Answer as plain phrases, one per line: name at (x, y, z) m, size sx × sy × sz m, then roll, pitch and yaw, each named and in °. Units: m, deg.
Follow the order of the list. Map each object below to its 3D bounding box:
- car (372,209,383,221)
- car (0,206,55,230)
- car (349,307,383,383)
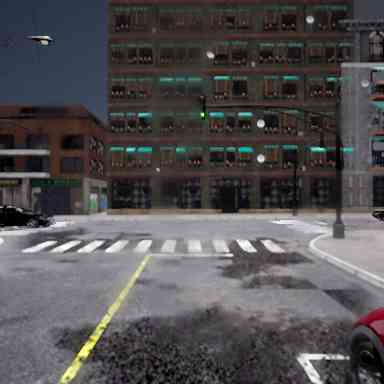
car at (15.643, 1.507, 23.926) m, size 4.718 × 1.301 × 1.895 m, roll -1°, pitch -1°, yaw 1°
car at (-11.218, 1.629, 21.150) m, size 4.674 × 1.442 × 1.812 m, roll 0°, pitch -1°, yaw 1°
car at (2.748, 1.443, 2.180) m, size 1.967 × 1.590 × 4.097 m, roll 1°, pitch 0°, yaw 0°
